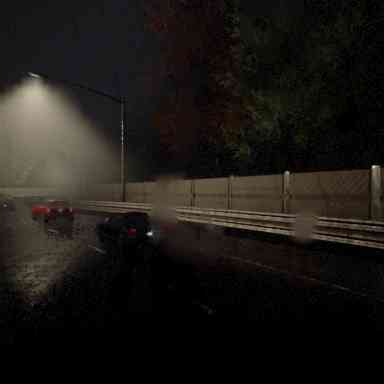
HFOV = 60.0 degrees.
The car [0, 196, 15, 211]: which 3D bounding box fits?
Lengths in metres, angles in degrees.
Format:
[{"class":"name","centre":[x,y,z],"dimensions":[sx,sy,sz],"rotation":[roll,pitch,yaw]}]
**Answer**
[{"class":"car","centre":[-22.719,1.559,39.929],"dimensions":[1.994,1.385,4.181],"rotation":[0,0,-38]}]

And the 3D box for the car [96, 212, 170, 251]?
[{"class":"car","centre":[-2.666,1.561,14.288],"dimensions":[1.994,1.385,4.181],"rotation":[0,0,-33]}]

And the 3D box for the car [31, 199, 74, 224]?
[{"class":"car","centre":[-10.711,1.349,25.372],"dimensions":[2.097,1.767,4.553],"rotation":[0,0,-38]}]

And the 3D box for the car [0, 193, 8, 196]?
[{"class":"car","centre":[-31.247,1.214,54.398],"dimensions":[2.150,2.045,5.566],"rotation":[0,0,-21]}]
